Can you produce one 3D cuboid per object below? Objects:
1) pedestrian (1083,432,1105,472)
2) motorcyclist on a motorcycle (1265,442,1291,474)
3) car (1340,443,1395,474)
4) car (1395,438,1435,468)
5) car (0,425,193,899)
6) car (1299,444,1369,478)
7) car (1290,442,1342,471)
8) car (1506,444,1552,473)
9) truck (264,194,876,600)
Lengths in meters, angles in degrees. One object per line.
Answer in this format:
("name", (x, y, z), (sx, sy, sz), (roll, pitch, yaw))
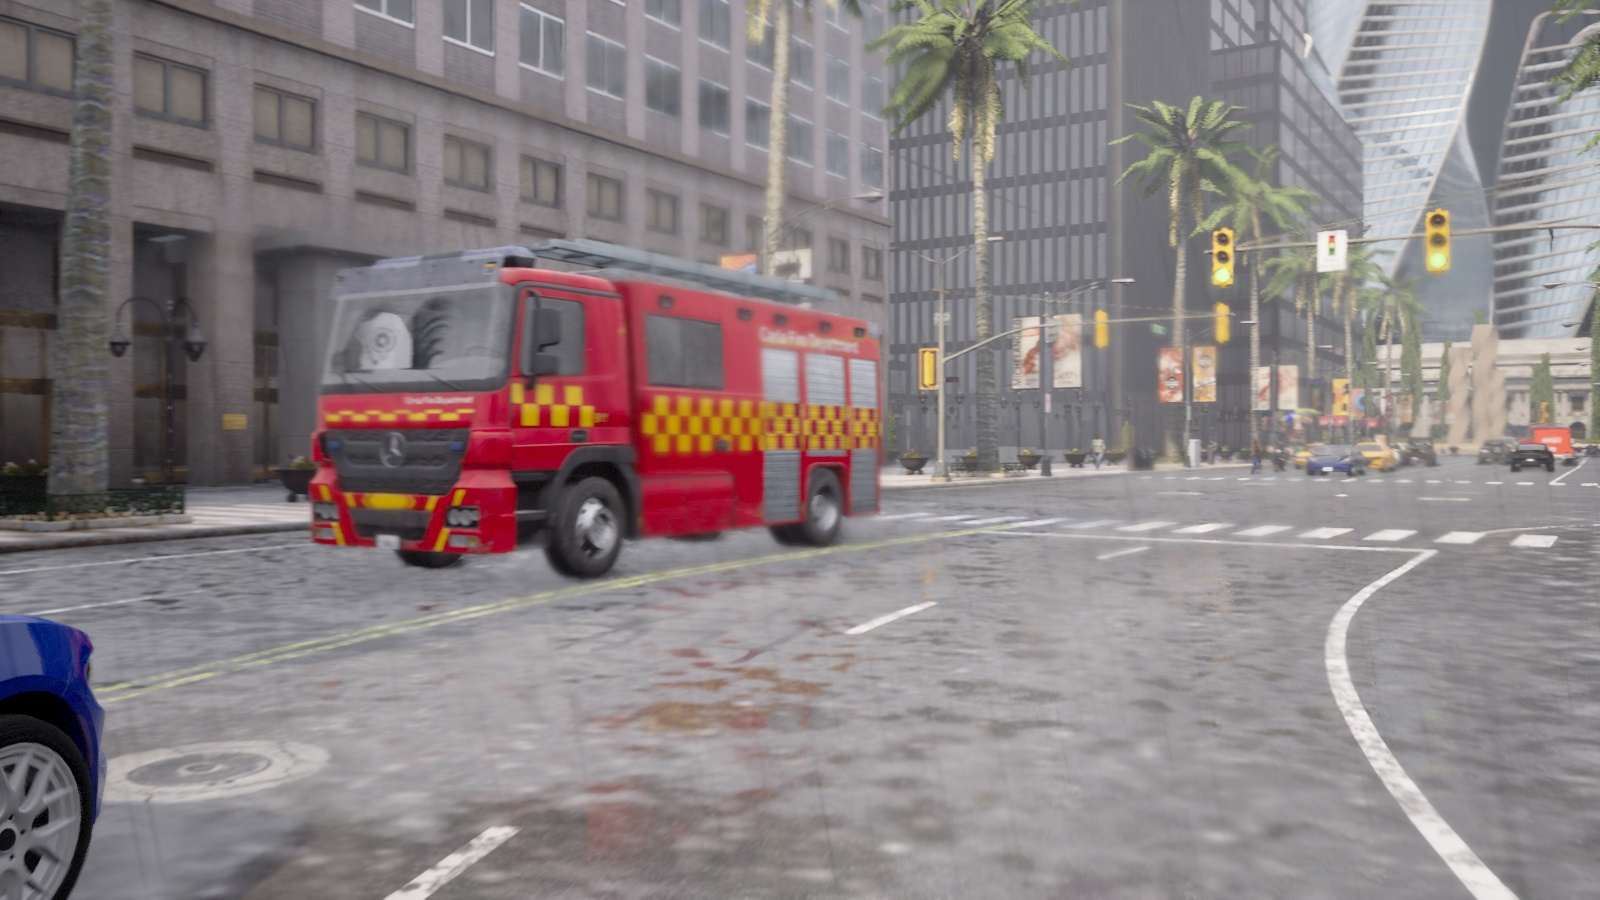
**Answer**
("pedestrian", (14.036, 0.095, 59.913), (0.874, 1.855, 0.900), (0, 0, 21))
("motorcyclist on a motorcycle", (24.344, 0.393, 63.932), (0.866, 1.590, 1.817), (0, 0, 33))
("car", (29.864, 0.418, 66.013), (1.882, 1.535, 5.008), (0, 0, 33))
("car", (40.037, 0.170, 81.672), (1.905, 1.878, 3.866), (0, 0, 33))
("car", (-3.307, 0.705, 2.064), (1.882, 1.535, 5.008), (0, 0, 5))
("car", (24.737, 0.473, 58.103), (2.163, 1.488, 4.792), (0, 0, 33))
("car", (29.665, 0.344, 72.140), (1.801, 1.575, 5.366), (0, 0, 33))
("car", (39.555, 0.428, 68.093), (1.882, 1.535, 5.008), (0, 0, 33))
("truck", (-2.269, -0.515, 16.212), (2.891, 3.827, 8.468), (0, 0, 31))
